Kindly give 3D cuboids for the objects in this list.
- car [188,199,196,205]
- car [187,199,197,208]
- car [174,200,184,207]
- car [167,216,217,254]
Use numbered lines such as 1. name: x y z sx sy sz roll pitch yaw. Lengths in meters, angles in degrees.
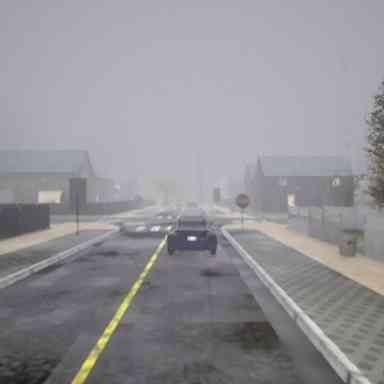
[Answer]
1. car: 0.000 2.540 82.743 2.033 1.411 5.357 0 -1 0
2. car: 0.005 2.457 67.351 1.994 1.385 4.181 0 -1 0
3. car: -2.749 2.402 69.222 1.882 1.535 5.008 0 -1 0
4. car: 0.008 1.716 14.297 1.994 1.385 4.181 0 -1 0
